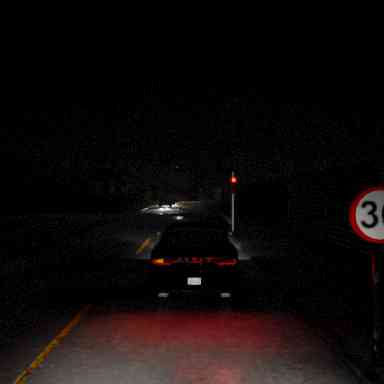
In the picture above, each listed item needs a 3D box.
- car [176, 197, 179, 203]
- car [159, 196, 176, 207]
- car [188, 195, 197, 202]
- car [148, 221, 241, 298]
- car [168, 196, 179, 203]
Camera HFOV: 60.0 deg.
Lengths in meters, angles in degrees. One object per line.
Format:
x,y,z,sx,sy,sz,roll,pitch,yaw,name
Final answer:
-3.956,1.492,60.353,2.128,1.511,4.902,0,0,0,car
-3.997,1.491,50.872,2.128,1.511,4.902,0,0,0,car
0.138,1.339,71.329,1.812,1.442,4.674,0,0,0,car
0.068,1.478,8.554,1.882,1.535,5.008,0,0,1,car
-3.864,1.595,70.404,1.895,1.301,4.718,0,0,0,car
